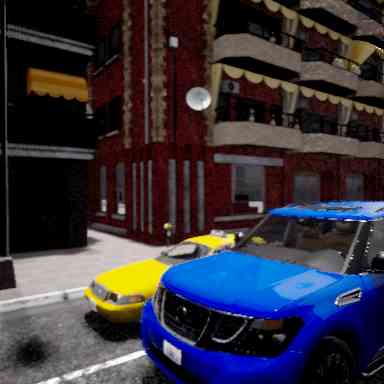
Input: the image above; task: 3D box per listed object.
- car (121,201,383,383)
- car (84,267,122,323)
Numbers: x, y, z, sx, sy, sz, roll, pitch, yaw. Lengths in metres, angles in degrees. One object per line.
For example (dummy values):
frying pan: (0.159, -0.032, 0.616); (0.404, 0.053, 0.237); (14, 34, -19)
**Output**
car: (2.055, 1.193, 4.844); (5.566, 2.045, 2.150); (0, 0, -36)
car: (0.350, 1.499, 6.809); (4.829, 1.417, 1.752); (-1, 0, -35)
